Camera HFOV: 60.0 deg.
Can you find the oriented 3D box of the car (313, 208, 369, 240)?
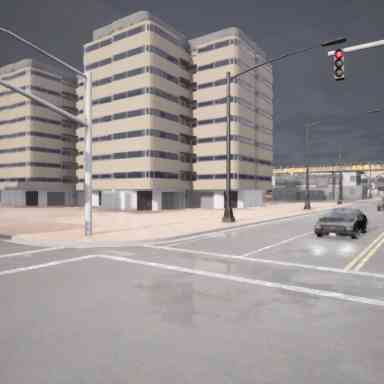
[{"bbox_3d":[7.944,1.549,17.361,2.033,1.411,5.357,0,0,35],"label":"car"}]

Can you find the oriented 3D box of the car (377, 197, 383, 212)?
[{"bbox_3d":[22.498,1.334,37.918,2.097,1.767,4.553,0,0,35],"label":"car"}]
